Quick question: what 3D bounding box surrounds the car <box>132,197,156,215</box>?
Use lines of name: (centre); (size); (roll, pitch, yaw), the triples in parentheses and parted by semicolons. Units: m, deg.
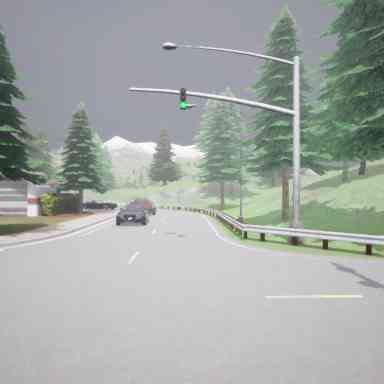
car: (-5.061, 1.351, 33.582); (2.097, 1.767, 4.553); (0, 0, -20)

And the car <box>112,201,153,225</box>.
car: (-4.160, 1.563, 23.797); (1.994, 1.385, 4.181); (0, 0, -3)

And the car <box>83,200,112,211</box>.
car: (-11.687, 1.606, 41.275); (4.718, 1.301, 1.895); (0, 0, 14)
